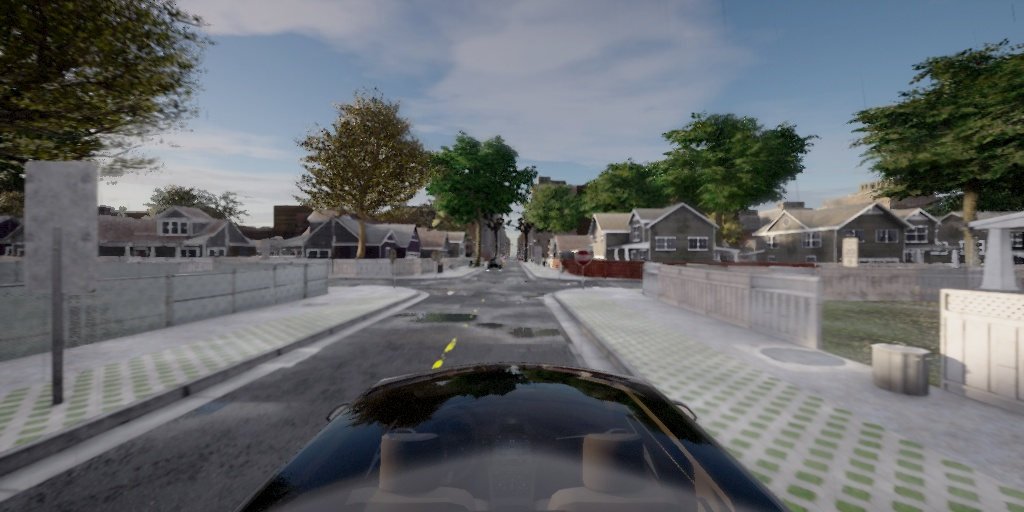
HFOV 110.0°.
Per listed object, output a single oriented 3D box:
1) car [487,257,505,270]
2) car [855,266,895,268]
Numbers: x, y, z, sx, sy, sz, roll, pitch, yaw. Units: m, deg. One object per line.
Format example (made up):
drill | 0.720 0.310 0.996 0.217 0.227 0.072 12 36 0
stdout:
car | -2.475 1.046 51.991 2.097 1.767 4.553 0 0 1
car | 26.037 1.439 26.056 4.902 1.511 2.128 0 0 0
